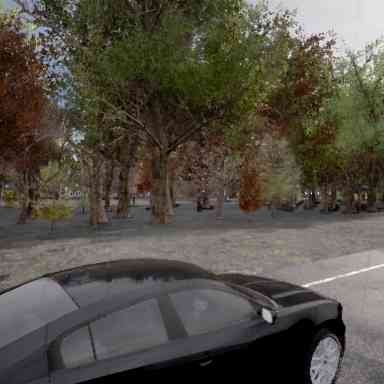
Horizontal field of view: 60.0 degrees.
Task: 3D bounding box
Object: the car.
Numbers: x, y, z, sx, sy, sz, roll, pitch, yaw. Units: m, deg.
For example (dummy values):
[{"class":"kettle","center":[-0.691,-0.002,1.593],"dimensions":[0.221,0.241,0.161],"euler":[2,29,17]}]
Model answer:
[{"class":"car","center":[-0.370,1.478,3.487],"dimensions":[5.008,1.535,1.882],"euler":[0,0,-36]}]
